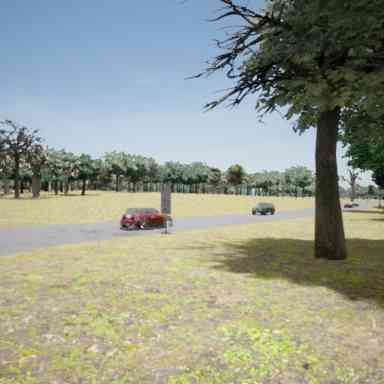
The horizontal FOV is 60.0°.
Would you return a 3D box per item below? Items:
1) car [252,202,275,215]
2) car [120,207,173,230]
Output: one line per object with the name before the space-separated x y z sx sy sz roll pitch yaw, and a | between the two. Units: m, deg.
car | 11.855 2.730 54.881 2.150 2.045 5.566 1 -1 35
car | -3.540 2.013 26.754 2.097 1.767 4.553 1 -1 35
